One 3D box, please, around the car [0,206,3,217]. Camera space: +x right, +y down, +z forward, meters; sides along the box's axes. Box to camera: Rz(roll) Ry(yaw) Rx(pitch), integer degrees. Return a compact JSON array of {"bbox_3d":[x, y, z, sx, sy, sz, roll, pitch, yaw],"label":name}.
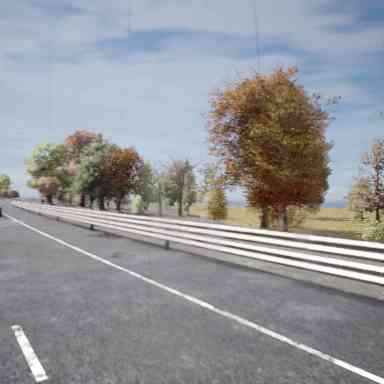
[{"bbox_3d":[-22.263,1.940,36.970,1.882,1.535,5.008,2,-2,-33],"label":"car"}]
